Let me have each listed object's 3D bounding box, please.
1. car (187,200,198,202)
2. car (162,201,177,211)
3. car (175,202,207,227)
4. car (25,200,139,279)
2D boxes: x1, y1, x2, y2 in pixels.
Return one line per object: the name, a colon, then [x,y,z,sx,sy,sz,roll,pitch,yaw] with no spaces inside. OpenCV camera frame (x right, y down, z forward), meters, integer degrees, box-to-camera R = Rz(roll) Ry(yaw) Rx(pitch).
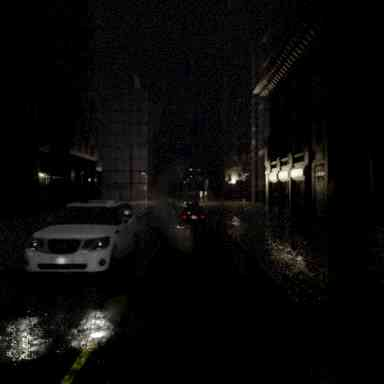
car: [0.070,1.798,45.331,2.128,1.511,4.902,0,0,0]
car: [-3.110,1.916,46.537,1.895,1.301,4.718,0,0,0]
car: [0.089,1.711,24.221,2.033,1.411,5.357,0,0,0]
car: [-3.098,1.294,10.640,2.150,2.045,5.566,0,0,0]
